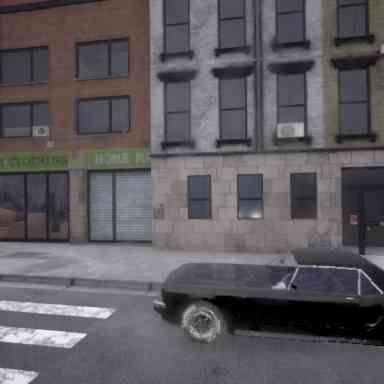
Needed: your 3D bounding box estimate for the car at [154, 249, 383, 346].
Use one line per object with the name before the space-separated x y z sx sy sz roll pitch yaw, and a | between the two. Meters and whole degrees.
car | 1.816 1.652 5.555 4.718 1.301 1.895 0 -1 10
